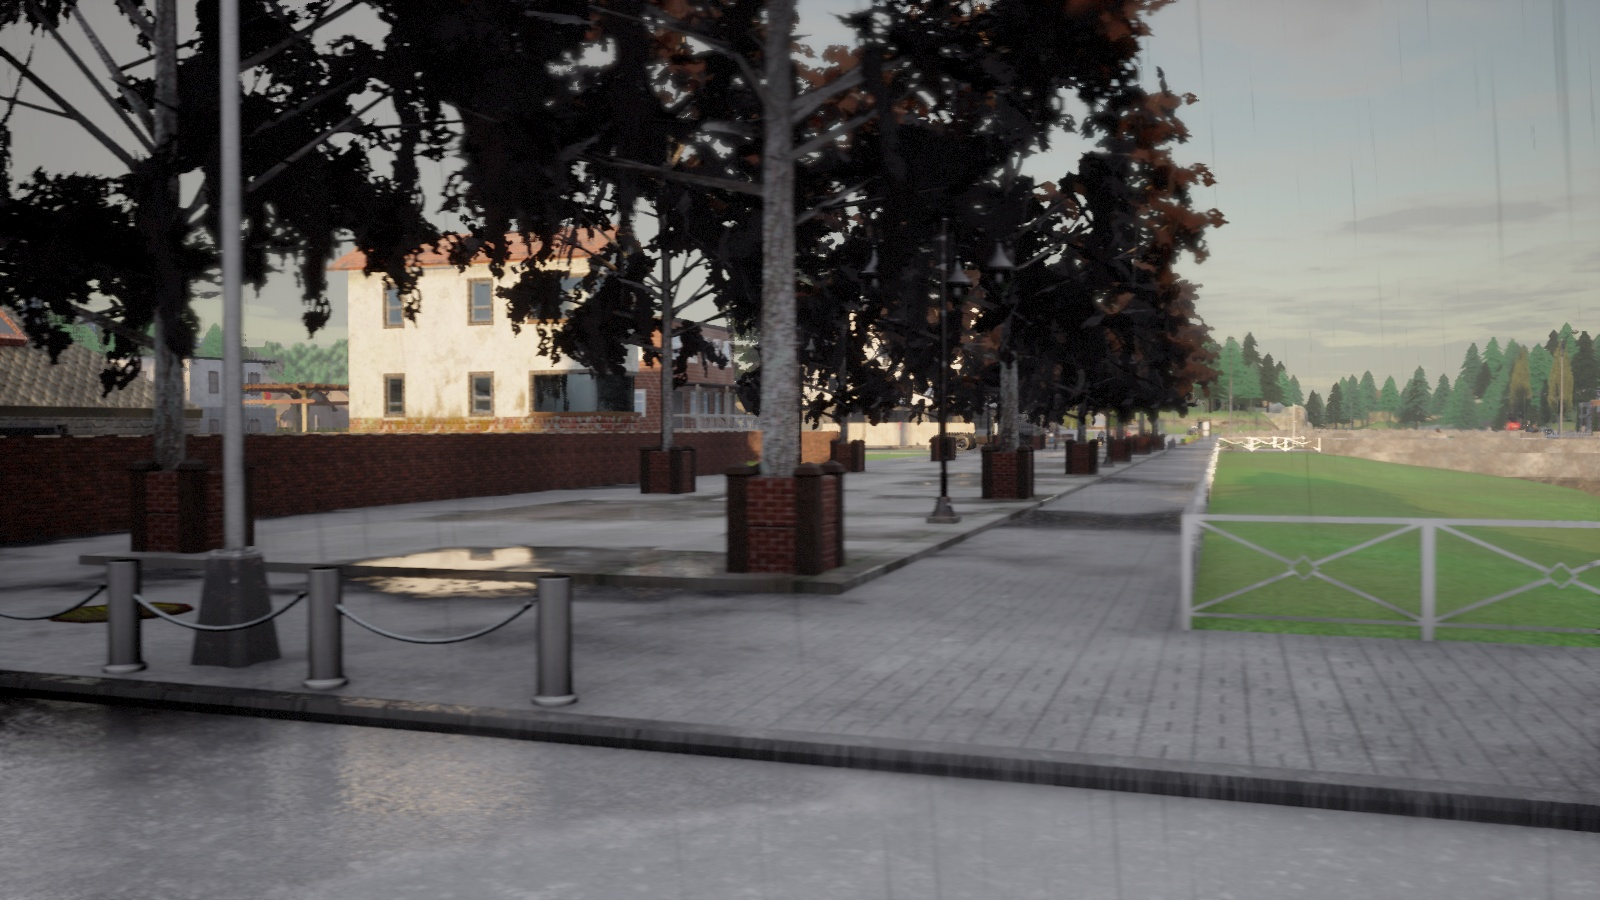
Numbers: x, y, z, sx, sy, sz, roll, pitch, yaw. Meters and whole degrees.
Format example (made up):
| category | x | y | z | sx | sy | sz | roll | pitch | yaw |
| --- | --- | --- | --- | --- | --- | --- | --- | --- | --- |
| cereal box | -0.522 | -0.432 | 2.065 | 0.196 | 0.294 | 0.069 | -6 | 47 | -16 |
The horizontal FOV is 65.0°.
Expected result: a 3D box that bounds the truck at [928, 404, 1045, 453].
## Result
| category | x | y | z | sx | sy | sz | roll | pitch | yaw |
| --- | --- | --- | --- | --- | --- | --- | --- | --- | --- |
| truck | 13.426 | -1.552 | 90.367 | 7.936 | 3.462 | 2.891 | 1 | 1 | 19 |
